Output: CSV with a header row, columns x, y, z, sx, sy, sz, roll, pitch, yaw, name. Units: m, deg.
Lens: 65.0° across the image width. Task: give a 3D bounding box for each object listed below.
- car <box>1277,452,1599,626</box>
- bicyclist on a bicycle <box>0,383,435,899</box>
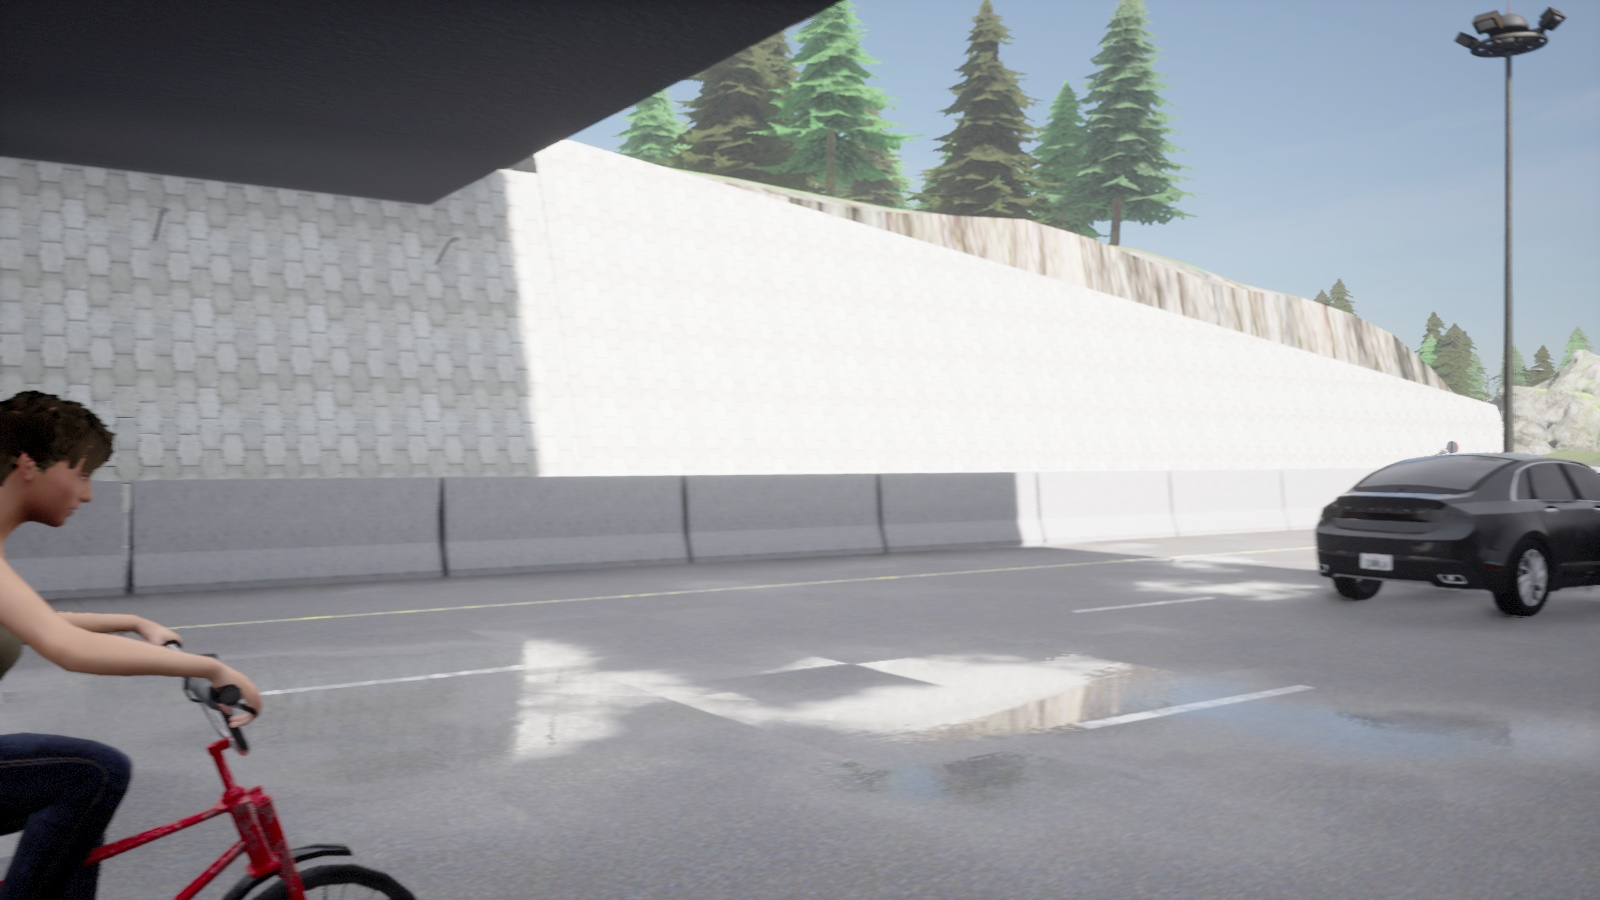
x,y,z,sx,sy,sz,roll,pitch,yaw,name
7.205,0.767,12.935,4.892,1.490,1.837,0,0,-35,car
-1.625,0.691,2.535,1.509,1.612,0.866,0,0,-35,bicyclist on a bicycle
